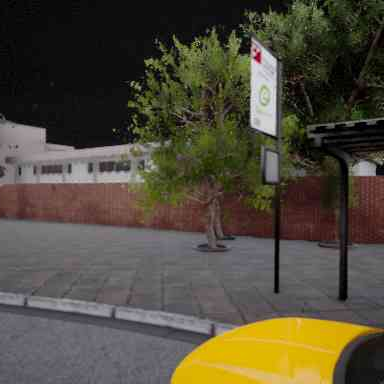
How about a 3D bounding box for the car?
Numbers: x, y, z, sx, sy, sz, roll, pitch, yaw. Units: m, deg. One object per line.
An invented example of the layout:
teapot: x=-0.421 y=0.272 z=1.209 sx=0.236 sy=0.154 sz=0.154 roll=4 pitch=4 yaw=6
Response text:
car: x=2.110 y=1.478 z=1.719 sx=5.008 sy=1.535 sz=1.882 roll=0 pitch=0 yaw=34
